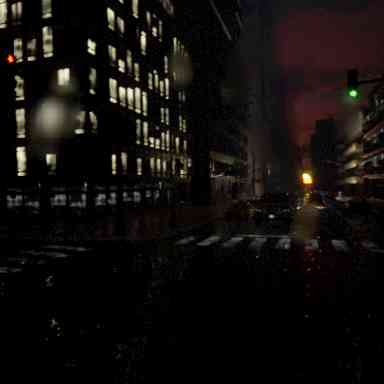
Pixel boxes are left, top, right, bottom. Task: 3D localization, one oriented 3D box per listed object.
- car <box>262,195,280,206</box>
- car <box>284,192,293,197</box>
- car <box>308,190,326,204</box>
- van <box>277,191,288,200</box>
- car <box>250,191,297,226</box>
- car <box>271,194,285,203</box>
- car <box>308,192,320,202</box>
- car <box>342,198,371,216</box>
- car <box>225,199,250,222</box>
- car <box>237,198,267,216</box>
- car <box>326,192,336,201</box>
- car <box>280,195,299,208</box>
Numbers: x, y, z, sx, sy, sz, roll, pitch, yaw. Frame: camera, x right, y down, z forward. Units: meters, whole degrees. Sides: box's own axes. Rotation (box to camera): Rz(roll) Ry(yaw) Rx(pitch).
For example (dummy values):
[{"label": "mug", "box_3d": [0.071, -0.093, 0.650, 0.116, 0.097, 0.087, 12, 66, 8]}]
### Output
[{"label": "car", "box_3d": [10.972, 1.136, 45.836, 1.887, 1.381, 4.507, -2, 0, 19]}, {"label": "car", "box_3d": [25.657, 0.685, 88.621, 2.008, 1.369, 4.403, -2, 0, 19]}, {"label": "car", "box_3d": [18.069, 0.928, 48.640, 1.882, 1.535, 5.008, -1, 0, 19]}, {"label": "van", "box_3d": [18.308, 0.703, 67.229, 1.690, 1.788, 3.998, -2, 0, 19]}, {"label": "car", "box_3d": [5.477, 1.021, 21.836, 2.150, 2.045, 5.566, -1, 0, 19]}, {"label": "car", "box_3d": [14.643, 1.021, 56.532, 1.887, 1.381, 4.507, -2, 0, 19]}, {"label": "car", "box_3d": [21.358, 0.824, 58.349, 1.882, 1.535, 5.008, -1, 0, 19]}, {"label": "car", "box_3d": [13.389, 1.183, 27.071, 2.008, 1.369, 4.403, -2, 0, 19]}, {"label": "car", "box_3d": [3.573, 1.349, 24.284, 1.752, 1.417, 4.829, -2, 0, 19]}, {"label": "car", "box_3d": [5.465, 1.330, 29.792, 1.947, 1.339, 4.313, -2, 0, 19]}, {"label": "car", "box_3d": [24.400, 0.728, 59.160, 1.967, 1.590, 4.097, -2, 0, 19]}, {"label": "car", "box_3d": [12.321, 1.133, 41.716, 2.033, 1.411, 5.357, -1, 0, 19]}]
